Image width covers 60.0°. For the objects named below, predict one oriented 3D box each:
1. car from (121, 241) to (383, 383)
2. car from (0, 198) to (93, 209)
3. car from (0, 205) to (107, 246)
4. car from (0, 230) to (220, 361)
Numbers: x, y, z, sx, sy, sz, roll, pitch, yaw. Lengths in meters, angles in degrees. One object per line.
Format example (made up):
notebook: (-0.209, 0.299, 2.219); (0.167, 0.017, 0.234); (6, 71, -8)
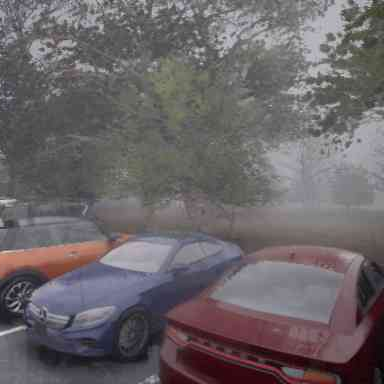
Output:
car: (1.662, 1.479, 4.568); (2.097, 1.535, 5.008); (0, 0, 35)
car: (-5.154, 1.215, 9.398); (2.435, 2.045, 5.566); (0, 0, 35)
car: (-2.888, 1.345, 7.780); (2.185, 1.767, 4.553); (0, 0, 35)
car: (-0.601, 1.514, 6.191); (2.002, 1.452, 4.674); (0, 0, 35)
